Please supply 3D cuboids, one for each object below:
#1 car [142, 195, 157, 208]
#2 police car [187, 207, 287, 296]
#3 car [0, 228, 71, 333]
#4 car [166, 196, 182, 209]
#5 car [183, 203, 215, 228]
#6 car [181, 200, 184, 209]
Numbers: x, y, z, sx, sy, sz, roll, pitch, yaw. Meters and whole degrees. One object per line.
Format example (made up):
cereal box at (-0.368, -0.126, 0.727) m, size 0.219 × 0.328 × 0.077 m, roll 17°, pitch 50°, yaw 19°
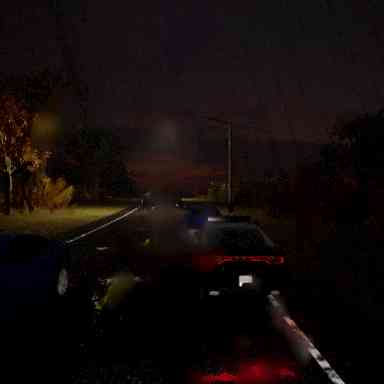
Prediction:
car at (-6.019, 1.536, 47.198) m, size 1.994 × 1.385 × 4.181 m, roll 0°, pitch 0°, yaw -6°
police car at (0.949, 1.422, 8.784) m, size 1.930 × 1.638 × 5.238 m, roll 0°, pitch 0°, yaw -1°
car at (-3.681, 1.476, 5.659) m, size 1.882 × 1.535 × 5.008 m, roll 0°, pitch 0°, yaw -1°
car at (-2.191, 1.477, 45.630) m, size 1.837 × 1.490 × 4.892 m, roll 0°, pitch 0°, yaw -5°
car at (0.645, 1.470, 18.725) m, size 1.882 × 1.535 × 5.008 m, roll 0°, pitch 0°, yaw -2°
car at (0.363, 1.511, 24.752) m, size 1.812 × 1.442 × 4.674 m, roll 0°, pitch 0°, yaw -3°
